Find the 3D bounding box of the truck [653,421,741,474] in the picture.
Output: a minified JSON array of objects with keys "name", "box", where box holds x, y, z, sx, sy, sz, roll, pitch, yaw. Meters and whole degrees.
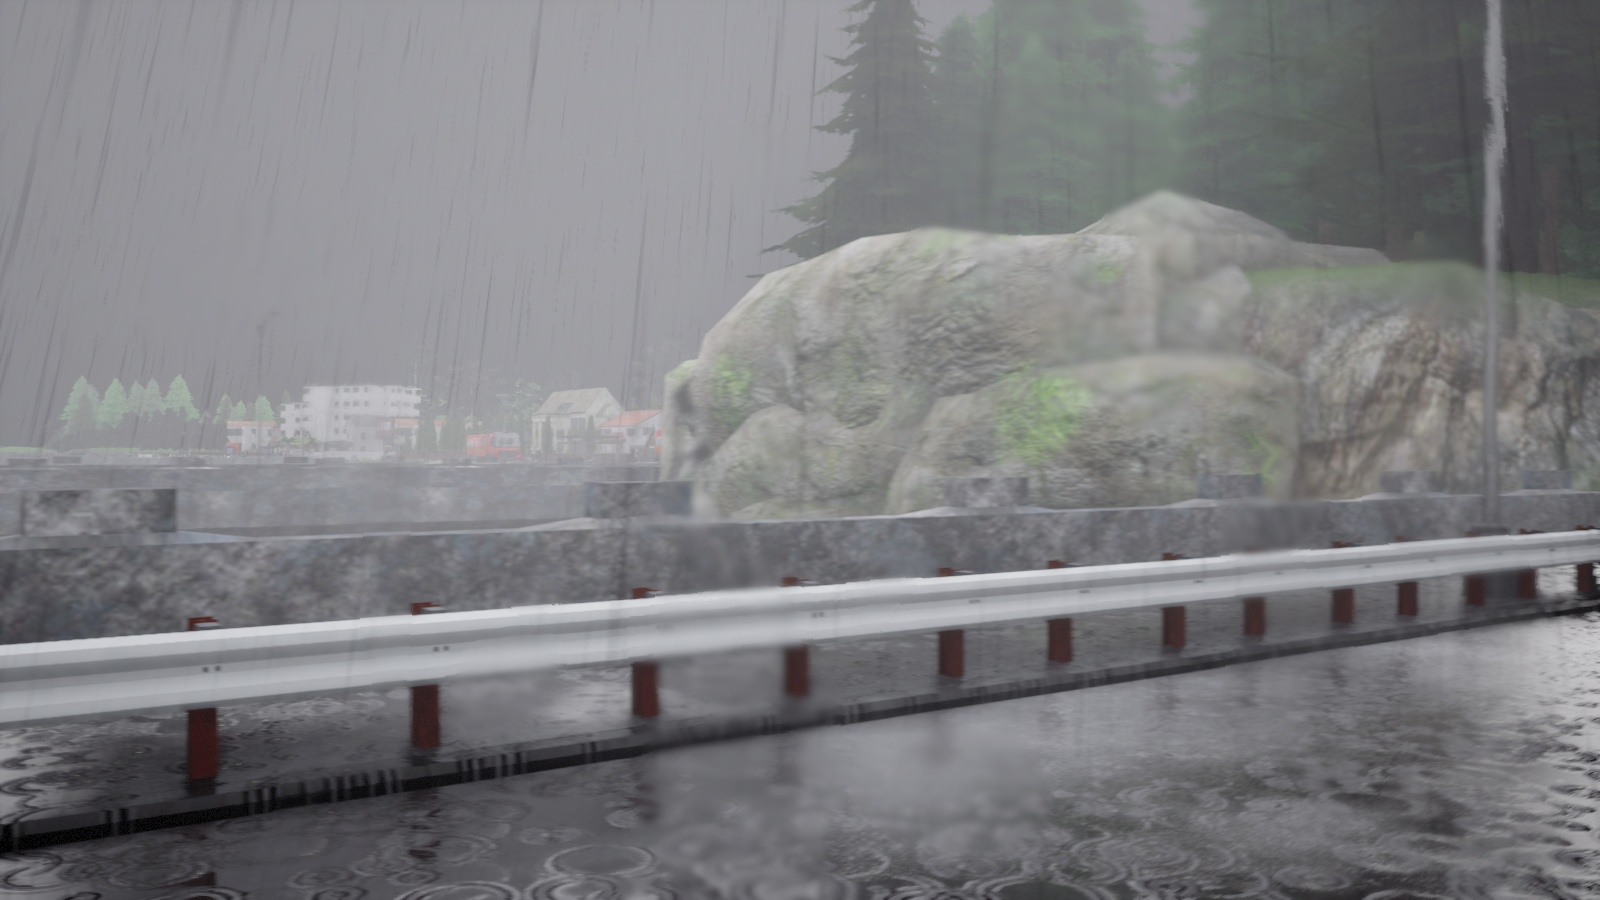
[{"name":"truck","box":[-7.999,-0.164,96.222,2.891,3.827,8.468,0,0,-35]}]
